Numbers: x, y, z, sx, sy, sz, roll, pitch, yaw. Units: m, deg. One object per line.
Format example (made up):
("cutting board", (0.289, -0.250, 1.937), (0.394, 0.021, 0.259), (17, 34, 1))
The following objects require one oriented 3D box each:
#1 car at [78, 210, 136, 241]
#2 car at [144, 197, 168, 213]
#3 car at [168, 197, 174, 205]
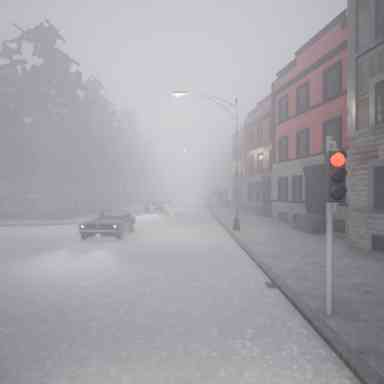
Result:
("car", (-4.108, 1.596, 16.785), (1.895, 1.301, 4.718), (0, 0, 0))
("car", (-4.116, 1.481, 36.453), (2.128, 1.511, 4.902), (0, 0, 0))
("car", (-4.111, 1.530, 56.975), (2.033, 1.411, 5.357), (0, 0, 0))
